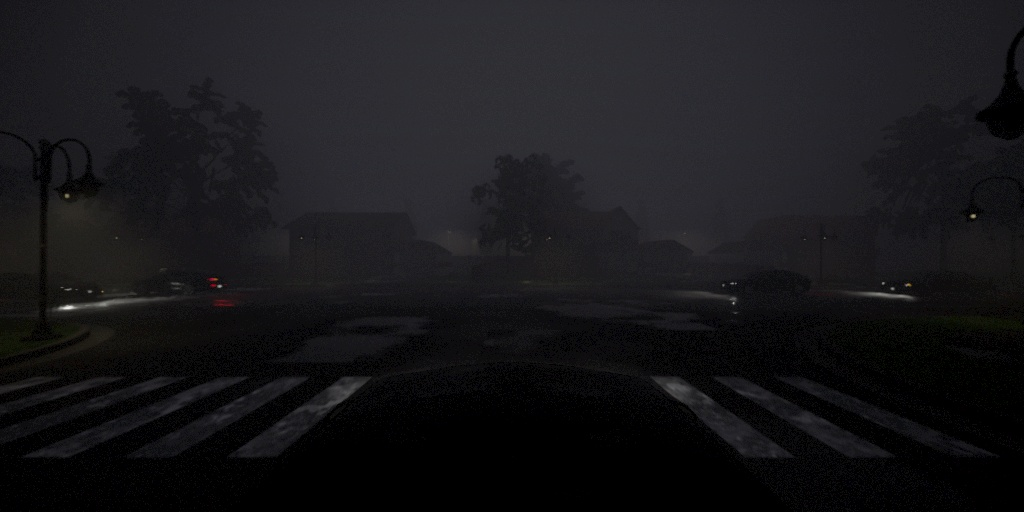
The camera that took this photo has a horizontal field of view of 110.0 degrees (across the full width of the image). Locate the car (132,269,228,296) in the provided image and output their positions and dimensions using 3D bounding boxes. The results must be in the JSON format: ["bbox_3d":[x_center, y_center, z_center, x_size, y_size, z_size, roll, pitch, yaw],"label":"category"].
[{"bbox_3d":[-19.673,1.541,21.330,4.892,1.490,1.837,0,-1,3],"label":"car"}]

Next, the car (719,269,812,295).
[{"bbox_3d":[15.147,1.541,21.578,4.892,1.490,1.837,0,0,0],"label":"car"}]

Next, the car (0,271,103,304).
[{"bbox_3d":[-23.365,1.516,17.797,4.892,1.490,1.837,0,0,0],"label":"car"}]

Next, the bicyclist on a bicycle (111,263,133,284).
[{"bbox_3d":[-30.727,1.387,28.266,0.582,1.620,1.656,0,0,0],"label":"bicyclist on a bicycle"}]

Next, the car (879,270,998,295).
[{"bbox_3d":[25.565,1.583,21.583,5.357,1.411,2.033,0,0,0],"label":"car"}]
